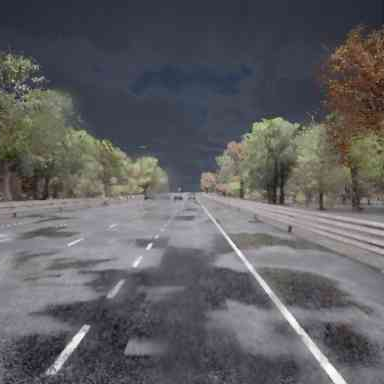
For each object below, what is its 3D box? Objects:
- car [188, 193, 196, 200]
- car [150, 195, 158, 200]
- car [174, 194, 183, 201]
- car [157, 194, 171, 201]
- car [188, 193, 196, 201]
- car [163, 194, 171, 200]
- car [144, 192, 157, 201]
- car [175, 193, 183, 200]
[{"bbox_3d":[-0.046,1.177,93.316,2.150,2.045,5.566,0,0,0],"label":"car"},{"bbox_3d":[-10.546,1.475,93.280,1.812,1.442,4.674,0,0,0],"label":"car"},{"bbox_3d":[-3.540,1.329,82.855,1.882,1.535,5.008,0,0,0],"label":"car"},{"bbox_3d":[-7.041,1.351,82.854,1.837,1.490,4.892,0,0,0],"label":"car"},{"bbox_3d":[-0.041,1.392,82.857,2.033,1.411,5.357,0,0,0],"label":"car"},{"bbox_3d":[-7.046,1.451,93.282,1.837,1.490,4.892,0,0,0],"label":"car"},{"bbox_3d":[-10.541,1.076,82.883,2.150,2.045,5.566,0,0,0],"label":"car"},{"bbox_3d":[-3.546,1.307,93.254,2.097,1.767,4.553,0,0,0],"label":"car"}]
